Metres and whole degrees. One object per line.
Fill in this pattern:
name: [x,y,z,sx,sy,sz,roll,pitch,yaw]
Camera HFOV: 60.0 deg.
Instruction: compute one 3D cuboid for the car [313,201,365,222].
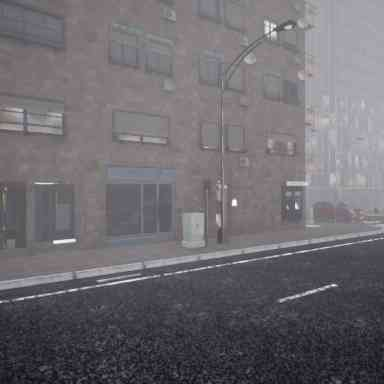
car: [12.658,1.598,29.194,2.097,1.767,4.553,-1,0,-34]
